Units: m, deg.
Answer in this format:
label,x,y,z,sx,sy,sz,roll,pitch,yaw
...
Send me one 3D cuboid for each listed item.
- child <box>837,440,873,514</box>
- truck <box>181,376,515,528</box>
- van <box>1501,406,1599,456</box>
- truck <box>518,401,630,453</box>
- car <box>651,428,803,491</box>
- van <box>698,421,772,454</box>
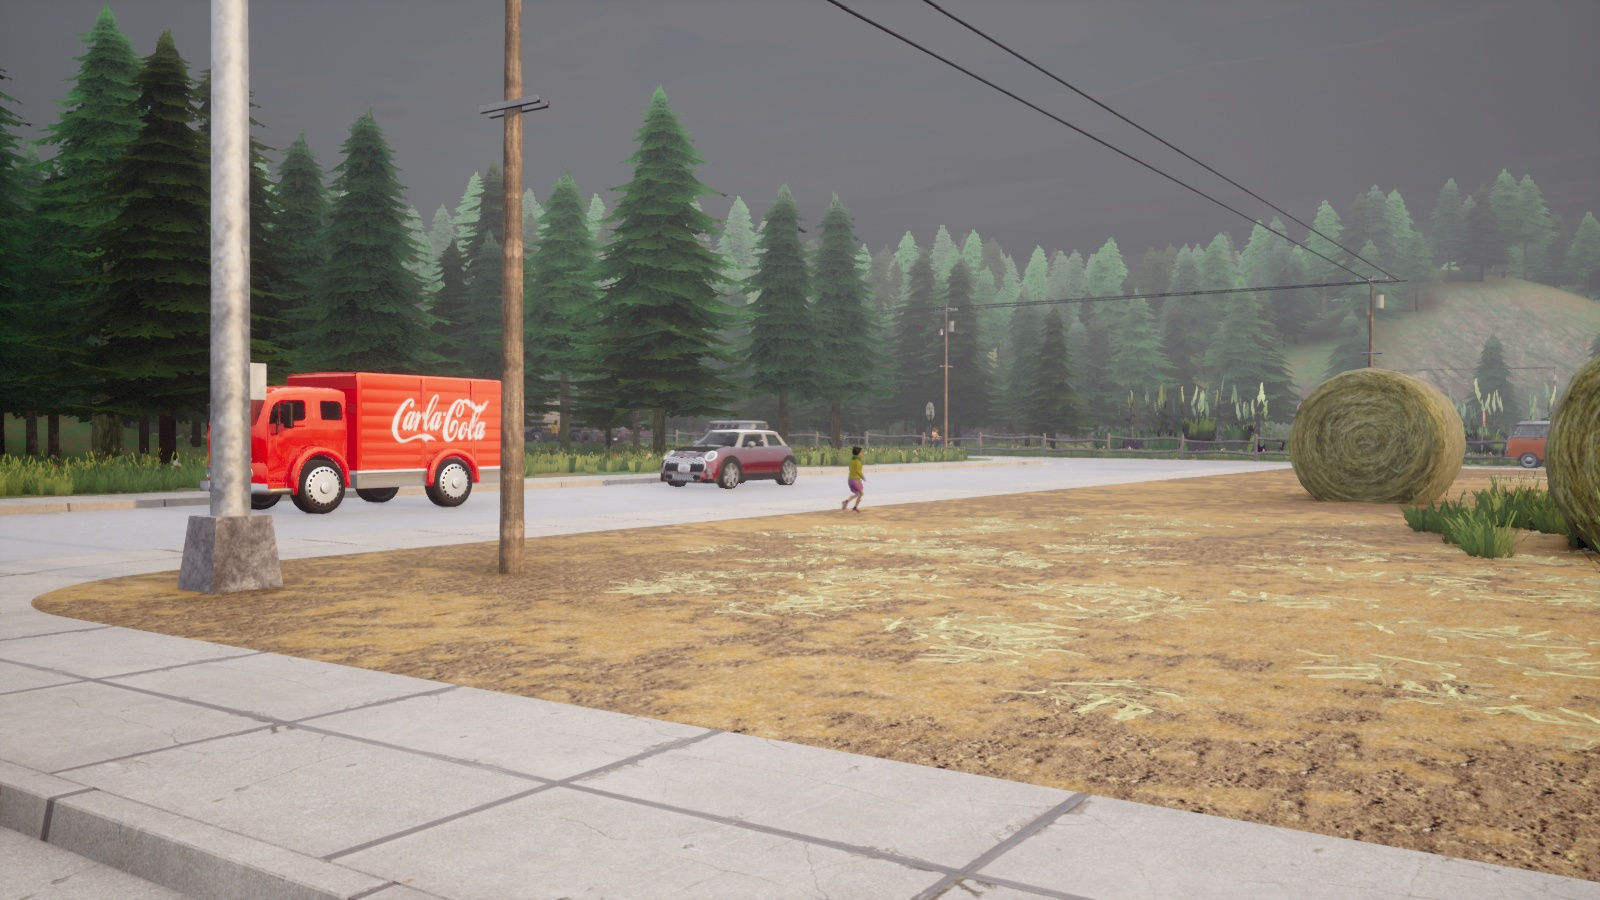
label,x,y,z,sx,sy,sz,roll,pitch,yaw
child,0.871,0.428,19.979,0.473,1.160,0.299,-1,1,-30
truck,-8.144,-0.018,23.155,2.627,2.467,5.204,0,1,35
van,31.441,-0.776,51.511,4.442,1.987,1.775,0,1,37
truck,-15.663,-1.526,86.707,7.936,3.462,2.891,0,1,36
car,-1.818,0.201,32.315,1.970,1.475,3.806,0,1,35
van,-4.047,-0.792,78.361,4.442,1.987,1.775,0,1,36
